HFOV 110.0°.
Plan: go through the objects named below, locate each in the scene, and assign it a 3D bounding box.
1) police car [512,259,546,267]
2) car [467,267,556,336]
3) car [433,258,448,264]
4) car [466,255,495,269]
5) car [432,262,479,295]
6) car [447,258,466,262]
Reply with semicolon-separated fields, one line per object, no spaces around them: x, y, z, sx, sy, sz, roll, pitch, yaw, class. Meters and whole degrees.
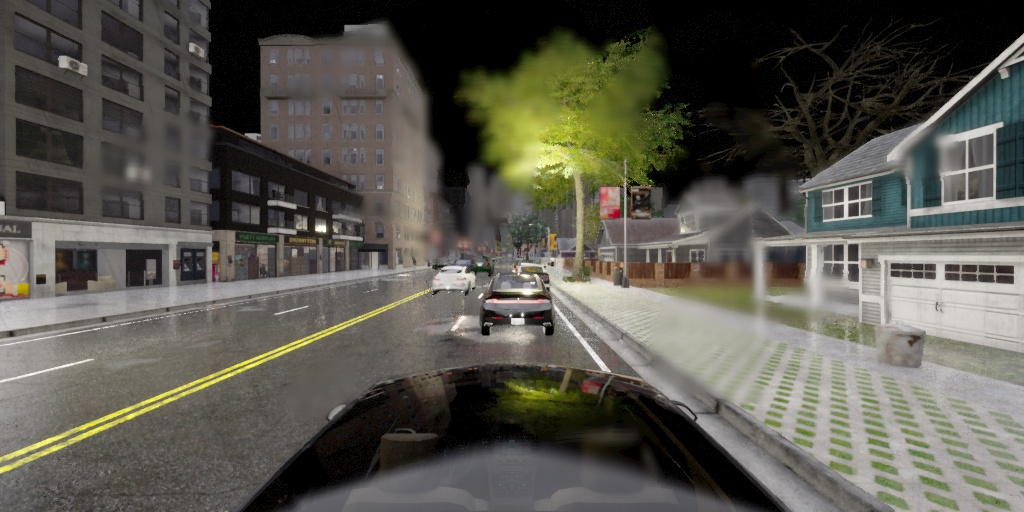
1.057;1.166;20.656;1.930;1.638;5.238;0;0;0;police car
0.137;1.239;10.407;2.128;1.511;4.902;0;0;0;car
-9.636;1.066;49.632;2.097;1.767;4.553;0;0;0;car
-3.000;0.948;36.389;2.150;2.045;5.566;0;0;0;car
-3.074;1.267;19.522;1.812;1.442;4.674;0;0;0;car
-6.411;1.197;44.786;1.882;1.535;5.008;0;0;0;car
